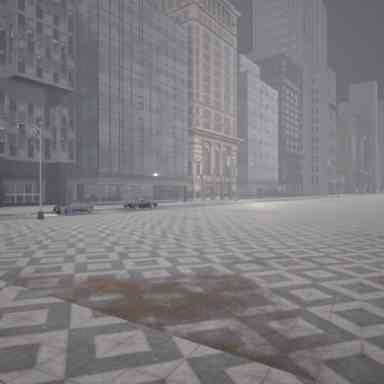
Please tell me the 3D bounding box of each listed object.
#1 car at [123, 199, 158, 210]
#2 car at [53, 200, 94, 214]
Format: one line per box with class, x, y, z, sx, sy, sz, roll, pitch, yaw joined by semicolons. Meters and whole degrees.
car;-6.688;1.599;43.272;1.895;1.301;4.718;0;0;36
car;-12.460;1.576;35.163;1.994;1.385;4.181;0;0;37
